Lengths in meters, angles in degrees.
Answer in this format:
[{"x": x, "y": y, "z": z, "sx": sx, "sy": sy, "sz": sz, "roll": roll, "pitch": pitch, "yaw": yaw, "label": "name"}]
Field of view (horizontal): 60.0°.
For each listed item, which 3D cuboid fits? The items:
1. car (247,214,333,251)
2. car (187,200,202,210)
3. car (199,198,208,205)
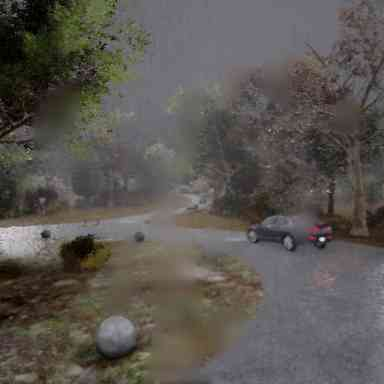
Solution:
[{"x": 4.436, "y": 1.810, "z": 15.836, "sx": 1.837, "sy": 1.490, "sz": 4.892, "roll": 0, "pitch": -3, "yaw": -21, "label": "car"}, {"x": 0.239, "y": 3.077, "z": 70.346, "sx": 1.994, "sy": 1.385, "sz": 4.181, "roll": -1, "pitch": -1, "yaw": 10, "label": "car"}, {"x": 3.133, "y": 2.543, "z": 92.819, "sx": 2.150, "sy": 2.045, "sz": 5.566, "roll": -1, "pitch": 2, "yaw": 4, "label": "car"}]
